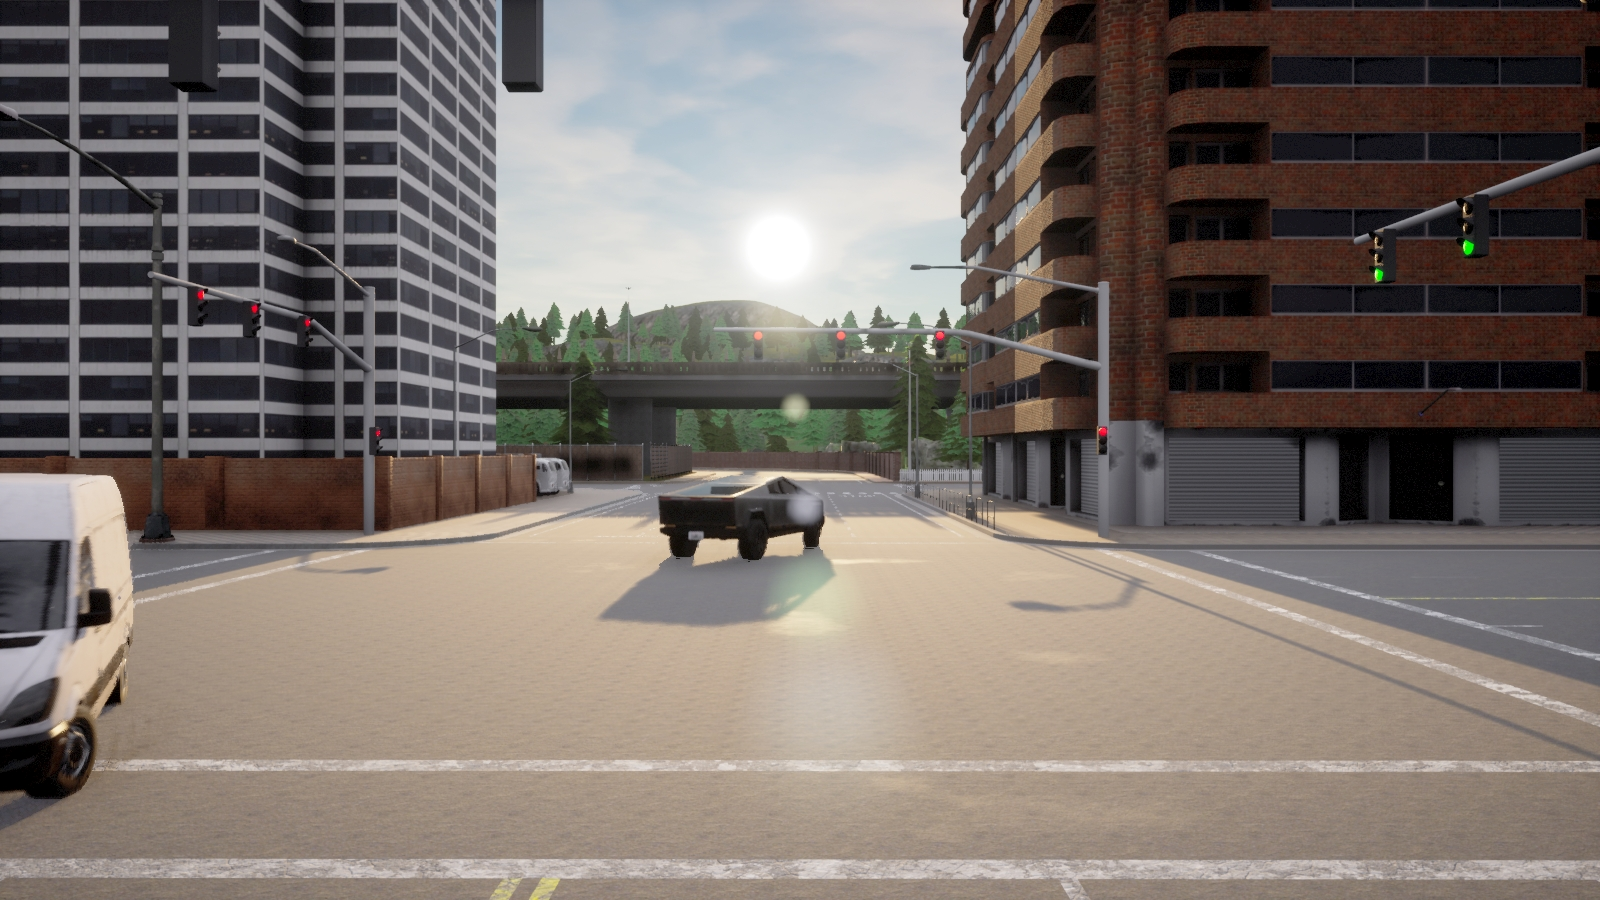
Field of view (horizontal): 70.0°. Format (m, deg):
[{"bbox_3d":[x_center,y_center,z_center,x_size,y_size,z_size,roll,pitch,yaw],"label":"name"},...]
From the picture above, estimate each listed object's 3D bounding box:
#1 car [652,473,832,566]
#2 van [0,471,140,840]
[{"bbox_3d":[-1.374,1.752,30.880,2.390,2.098,6.274,0,0,22],"label":"car"},{"bbox_3d":[-7.632,1.534,10.694,1.988,2.561,5.915,1,-1,-25],"label":"van"}]
